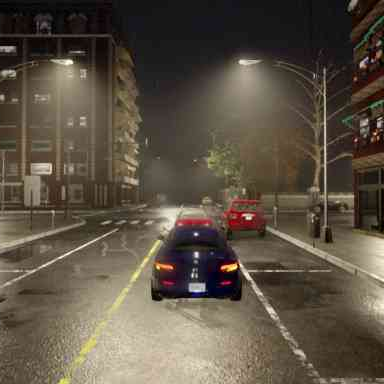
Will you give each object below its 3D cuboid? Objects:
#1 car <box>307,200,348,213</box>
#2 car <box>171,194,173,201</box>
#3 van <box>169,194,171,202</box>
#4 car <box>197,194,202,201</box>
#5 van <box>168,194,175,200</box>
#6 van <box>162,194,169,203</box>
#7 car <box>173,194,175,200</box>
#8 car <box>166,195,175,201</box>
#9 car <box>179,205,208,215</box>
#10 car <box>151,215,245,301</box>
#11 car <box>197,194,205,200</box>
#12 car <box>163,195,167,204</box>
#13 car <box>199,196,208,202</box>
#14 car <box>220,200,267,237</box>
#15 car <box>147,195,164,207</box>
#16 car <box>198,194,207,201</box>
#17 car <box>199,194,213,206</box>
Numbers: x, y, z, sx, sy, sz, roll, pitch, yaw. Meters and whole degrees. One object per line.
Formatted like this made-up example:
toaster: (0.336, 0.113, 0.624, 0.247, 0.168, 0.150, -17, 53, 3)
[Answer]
car: (15.163, 1.607, 37.176, 4.313, 1.339, 1.947, 0, -1, 0)
car: (-5.774, 1.632, 72.767, 1.802, 1.307, 4.206, 1, 0, 0)
van: (-5.763, 1.385, 67.229, 1.690, 1.788, 3.998, 1, 0, 0)
car: (2.606, 1.600, 72.770, 2.008, 1.369, 4.403, 1, 0, 0)
van: (-5.800, 1.417, 94.922, 1.690, 1.788, 3.998, 1, 0, 0)
van: (-5.755, 1.380, 61.690, 1.690, 1.788, 3.998, 1, 0, 0)
car: (-5.781, 1.606, 78.306, 2.008, 1.369, 4.403, 1, 0, 0)
car: (-5.797, 1.620, 89.383, 2.008, 1.369, 4.403, 1, 0, 0)
car: (0.076, 1.608, 17.936, 1.895, 1.301, 4.718, 0, 0, 0)
car: (0.090, 1.528, 8.193, 1.812, 1.442, 4.674, 0, 0, 0)
car: (2.580, 1.391, 94.923, 2.192, 1.841, 5.009, 1, 0, 0)
car: (-5.752, 1.616, 56.151, 1.802, 1.307, 4.206, 1, 0, 0)
car: (2.598, 1.622, 78.309, 1.947, 1.339, 4.313, 1, 0, 0)
car: (2.683, 1.322, 18.126, 2.192, 1.841, 5.009, 1, 0, 0)
car: (-5.745, 1.611, 50.614, 1.802, 1.307, 4.206, 1, 0, 0)
car: (2.595, 1.377, 83.848, 2.192, 1.841, 5.009, 1, 0, 0)
car: (2.628, 1.560, 56.327, 1.752, 1.417, 4.829, 1, 0, 0)
